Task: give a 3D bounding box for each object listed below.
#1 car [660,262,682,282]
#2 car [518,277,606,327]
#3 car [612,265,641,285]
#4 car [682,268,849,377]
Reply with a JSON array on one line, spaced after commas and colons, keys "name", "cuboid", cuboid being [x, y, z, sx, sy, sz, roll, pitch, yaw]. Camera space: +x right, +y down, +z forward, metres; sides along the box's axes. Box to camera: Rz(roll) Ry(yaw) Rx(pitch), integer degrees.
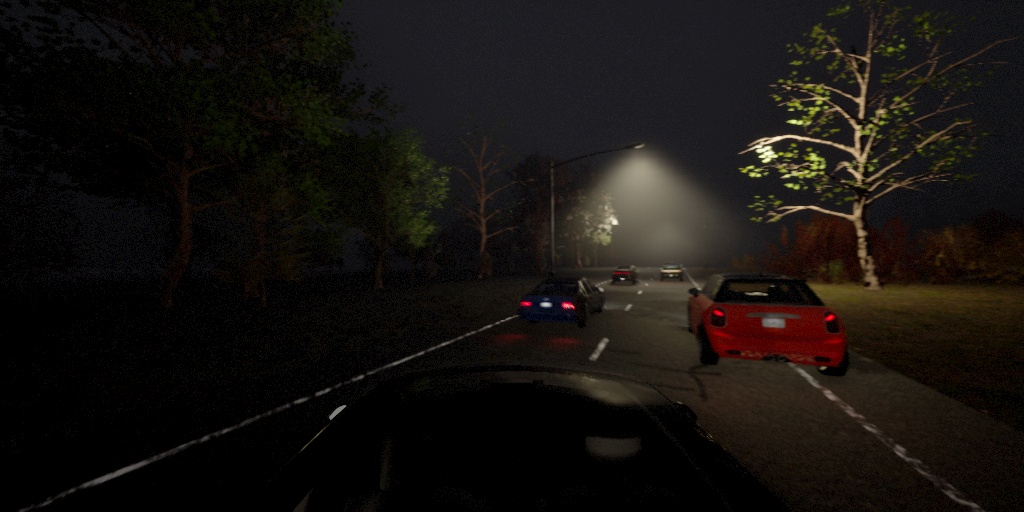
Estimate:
[{"name": "car", "cuboid": [14.600, 1.496, 32.775, 2.128, 1.511, 4.902, -1, -1, 25]}, {"name": "car", "cuboid": [1.901, 1.408, 12.151, 2.033, 1.411, 5.357, -1, -1, 23]}, {"name": "car", "cuboid": [9.455, 1.515, 29.699, 1.837, 1.490, 4.892, -1, -1, 24]}, {"name": "car", "cuboid": [5.103, 1.134, 7.848, 2.097, 1.767, 4.553, -1, -1, 23]}]
